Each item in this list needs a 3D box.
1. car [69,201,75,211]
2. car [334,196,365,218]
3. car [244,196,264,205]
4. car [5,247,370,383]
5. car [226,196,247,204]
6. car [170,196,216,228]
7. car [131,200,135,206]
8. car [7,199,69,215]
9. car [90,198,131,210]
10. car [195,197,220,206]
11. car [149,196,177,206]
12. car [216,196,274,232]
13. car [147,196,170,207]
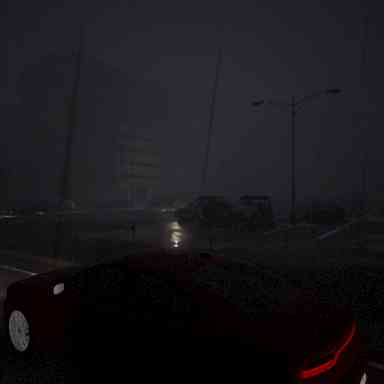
[{"bbox_3d":[-16.166,1.526,39.426,1.812,1.442,4.674,0,0,34],"label":"car"},{"bbox_3d":[15.344,1.395,32.012,1.970,1.475,3.806,0,0,34],"label":"car"},{"bbox_3d":[11.509,1.526,61.496,1.812,1.442,4.674,0,0,34],"label":"car"},{"bbox_3d":[-0.520,1.478,4.360,5.008,1.535,1.882,0,0,35],"label":"car"},{"bbox_3d":[8.545,1.492,63.351,2.128,1.511,4.902,0,0,34],"label":"car"},{"bbox_3d":[0.953,1.153,20.722,1.932,1.855,4.605,0,0,34],"label":"car"},{"bbox_3d":[-10.505,1.547,47.882,2.033,1.411,5.357,0,0,33],"label":"car"},{"bbox_3d":[-15.715,1.547,33.838,2.033,1.411,5.357,0,0,34],"label":"car"},{"bbox_3d":[-10.372,1.601,41.800,1.895,1.301,4.718,0,0,34],"label":"car"},{"bbox_3d":[2.614,1.526,54.499,1.812,1.442,4.674,0,0,34],"label":"car"},{"bbox_3d":[-4.797,1.492,56.319,2.128,1.511,4.902,0,0,34],"label":"car"},{"bbox_3d":[3.321,1.156,19.057,1.905,1.878,3.866,0,0,34],"label":"car"},{"bbox_3d":[-4.698,1.492,50.230,2.128,1.511,4.902,0,0,34],"label":"car"}]
